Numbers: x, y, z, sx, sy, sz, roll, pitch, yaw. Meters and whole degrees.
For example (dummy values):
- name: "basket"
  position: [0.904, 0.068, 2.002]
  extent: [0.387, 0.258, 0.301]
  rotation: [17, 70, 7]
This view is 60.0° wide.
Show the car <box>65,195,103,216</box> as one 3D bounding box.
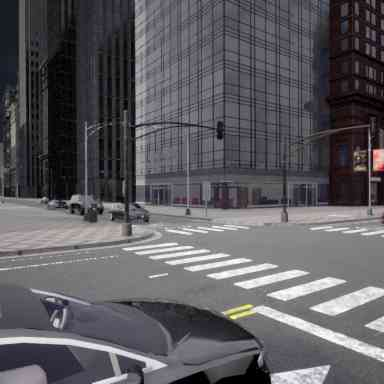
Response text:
- name: "car"
  position: [-11.075, 1.295, 34.637]
  extent: [2.150, 2.045, 5.566]
  rotation: [0, 0, -35]

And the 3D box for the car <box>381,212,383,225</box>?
- name: "car"
  position: [14.630, 1.356, 22.265]
  extent: [4.553, 1.767, 2.097]
  rotation: [0, 0, -36]

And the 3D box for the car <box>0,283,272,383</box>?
- name: "car"
  position: [-1.485, 1.491, 2.379]
  extent: [4.902, 1.511, 2.128]
  rotation: [0, 0, -36]

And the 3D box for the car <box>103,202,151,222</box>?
- name: "car"
  position: [-4.977, 1.555, 26.035]
  extent: [1.837, 1.490, 4.892]
  rotation: [0, 0, -35]

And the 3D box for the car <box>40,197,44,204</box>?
- name: "car"
  position: [-27.602, 1.651, 63.486]
  extent: [1.837, 1.490, 4.892]
  rotation: [0, 0, -35]

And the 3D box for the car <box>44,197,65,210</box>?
- name: "car"
  position: [-17.767, 1.665, 44.106]
  extent: [1.994, 1.385, 4.181]
  rotation: [0, 0, -35]
